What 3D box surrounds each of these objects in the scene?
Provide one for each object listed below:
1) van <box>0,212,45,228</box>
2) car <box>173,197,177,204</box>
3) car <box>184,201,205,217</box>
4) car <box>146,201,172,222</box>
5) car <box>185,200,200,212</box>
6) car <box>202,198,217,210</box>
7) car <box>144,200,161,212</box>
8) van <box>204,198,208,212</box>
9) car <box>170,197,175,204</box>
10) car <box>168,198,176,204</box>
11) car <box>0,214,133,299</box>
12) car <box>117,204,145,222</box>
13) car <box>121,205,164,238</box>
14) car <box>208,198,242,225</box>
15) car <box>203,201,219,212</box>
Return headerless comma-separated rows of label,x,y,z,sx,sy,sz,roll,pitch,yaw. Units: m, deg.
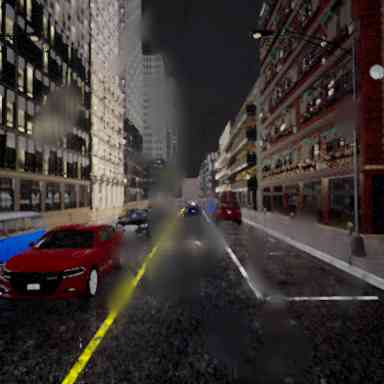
van,-5.696,1.508,9.615,1.690,1.788,3.998,-1,-1,0
car,-5.617,2.641,87.320,1.802,1.307,4.206,-1,-1,0
car,0.126,1.965,36.445,1.994,1.385,4.181,-1,-1,0
car,-3.062,1.866,29.640,1.837,1.490,4.892,-1,-1,0
car,0.039,2.038,49.005,2.128,1.511,4.902,-1,-1,0
car,2.726,1.887,54.013,2.192,1.841,5.009,-1,-1,0
car,-5.657,2.045,48.467,1.967,1.590,4.097,-1,-1,0
van,2.716,1.786,42.912,1.690,1.788,3.998,-1,-1,0
car,-5.629,2.479,76.219,2.008,1.369,4.403,-1,-1,0
car,-5.614,2.565,92.872,1.967,1.590,4.097,-1,-1,0
car,-3.093,1.608,9.003,1.882,1.535,5.008,-1,-1,0
car,-5.672,1.939,31.645,1.752,1.417,4.829,-1,-1,0
car,-3.076,1.736,19.280,2.128,1.511,4.902,-1,-1,0
car,2.699,1.571,26.261,2.192,1.841,5.009,-1,-1,0
car,2.724,2.059,48.460,2.008,1.369,4.403,-1,-1,0
